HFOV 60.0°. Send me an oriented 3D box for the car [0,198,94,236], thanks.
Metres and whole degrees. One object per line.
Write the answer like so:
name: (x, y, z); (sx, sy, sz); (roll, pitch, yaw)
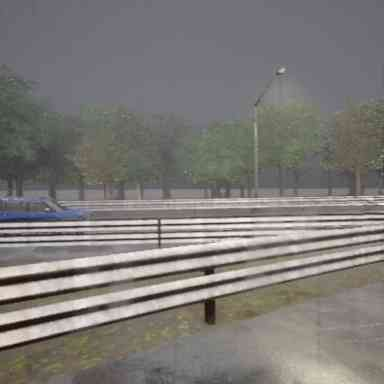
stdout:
car: (-7.776, 1.319, 16.828); (5.566, 2.045, 2.150); (-1, 1, -5)
